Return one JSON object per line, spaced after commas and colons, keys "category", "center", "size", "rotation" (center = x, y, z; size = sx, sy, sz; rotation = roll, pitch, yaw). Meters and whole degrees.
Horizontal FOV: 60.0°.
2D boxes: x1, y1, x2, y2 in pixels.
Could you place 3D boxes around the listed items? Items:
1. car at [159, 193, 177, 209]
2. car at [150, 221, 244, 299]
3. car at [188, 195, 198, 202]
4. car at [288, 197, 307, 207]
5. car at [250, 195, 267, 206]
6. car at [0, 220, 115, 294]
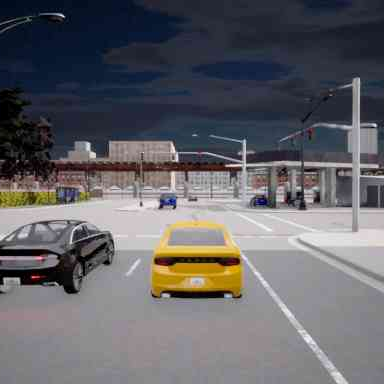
{"category": "car", "center": [-3.185, 1.157, 44.755], "size": [2.150, 2.045, 5.566], "rotation": [0, 0, -1]}
{"category": "car", "center": [0.107, 1.468, 8.516], "size": [1.882, 1.535, 5.008], "rotation": [0, 0, 0]}
{"category": "car", "center": [0.218, 1.446, 73.484], "size": [1.994, 1.385, 4.181], "rotation": [0, 0, 0]}
{"category": "car", "center": [15.603, 1.426, 49.526], "size": [1.970, 1.475, 3.806], "rotation": [0, 0, 1]}
{"category": "car", "center": [9.856, 1.253, 48.780], "size": [2.242, 1.667, 4.611], "rotation": [0, 0, 1]}
{"category": "car", "center": [-3.392, 1.474, 8.735], "size": [2.128, 1.511, 4.902], "rotation": [0, 0, 0]}
